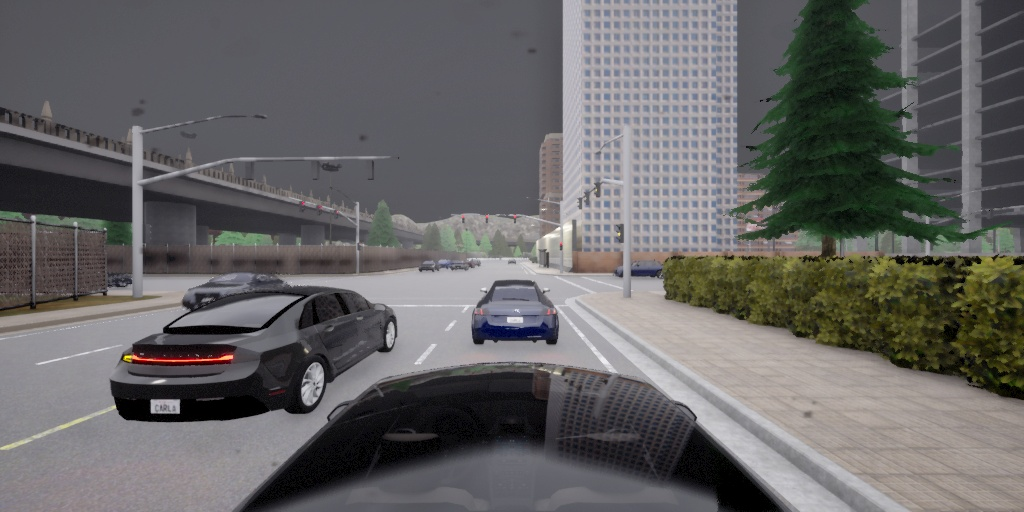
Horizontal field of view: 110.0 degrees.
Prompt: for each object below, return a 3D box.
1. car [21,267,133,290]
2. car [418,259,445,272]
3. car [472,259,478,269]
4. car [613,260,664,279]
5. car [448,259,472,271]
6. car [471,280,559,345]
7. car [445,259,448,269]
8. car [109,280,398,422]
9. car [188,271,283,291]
[{"bbox_3d":[-26.554,1.353,22.056,5.357,1.411,2.033,0,0,0],"label":"car"},{"bbox_3d":[-10.592,1.297,46.413,2.033,1.411,5.357,0,0,0],"label":"car"},{"bbox_3d":[-7.082,1.351,57.920,1.895,1.301,4.718,0,0,0],"label":"car"},{"bbox_3d":[11.644,1.157,32.834,4.553,1.767,2.097,0,0,0],"label":"car"},{"bbox_3d":[-7.084,1.314,49.166,1.994,1.385,4.181,0,0,0],"label":"car"},{"bbox_3d":[0.079,1.314,9.544,1.994,1.385,4.181,0,0,0],"label":"car"},{"bbox_3d":[-10.587,1.227,55.863,1.882,1.535,5.008,0,0,0],"label":"car"},{"bbox_3d":[-3.440,1.255,6.001,1.837,1.490,4.892,0,0,0],"label":"car"},{"bbox_3d":[-10.645,1.313,14.225,1.994,1.385,4.181,0,0,-7],"label":"car"}]
